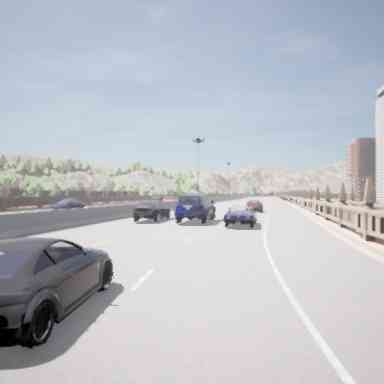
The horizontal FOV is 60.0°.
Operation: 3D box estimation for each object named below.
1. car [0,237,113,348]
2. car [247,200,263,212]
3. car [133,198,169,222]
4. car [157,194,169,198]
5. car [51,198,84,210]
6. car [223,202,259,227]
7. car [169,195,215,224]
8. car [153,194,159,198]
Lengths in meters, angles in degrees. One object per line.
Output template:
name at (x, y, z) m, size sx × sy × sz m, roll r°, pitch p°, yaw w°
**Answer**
car at (-2.978, 1.540, 6.301) m, size 1.994 × 1.385 × 4.181 m, roll 0°, pitch 0°, yaw 4°
car at (7.357, 1.608, 39.317) m, size 1.994 × 1.385 × 4.181 m, roll 0°, pitch 0°, yaw 13°
car at (-3.013, 1.483, 25.970) m, size 1.837 × 1.490 × 4.892 m, roll 0°, pitch 0°, yaw 13°
car at (-3.583, 1.515, 54.155) m, size 1.882 × 1.535 × 5.008 m, roll 0°, pitch 0°, yaw 14°
car at (-14.476, 1.474, 39.054) m, size 1.812 × 1.442 × 4.674 m, roll 0°, pitch 0°, yaw 14°
car at (3.339, 1.601, 22.503) m, size 1.895 × 1.301 × 4.718 m, roll 0°, pitch 0°, yaw 13°
car at (0.332, 1.212, 25.007) m, size 2.150 × 2.045 × 5.566 m, roll 0°, pitch 0°, yaw 13°
car at (-5.707, 1.356, 60.276) m, size 2.150 × 2.045 × 5.566 m, roll 0°, pitch 0°, yaw 14°
